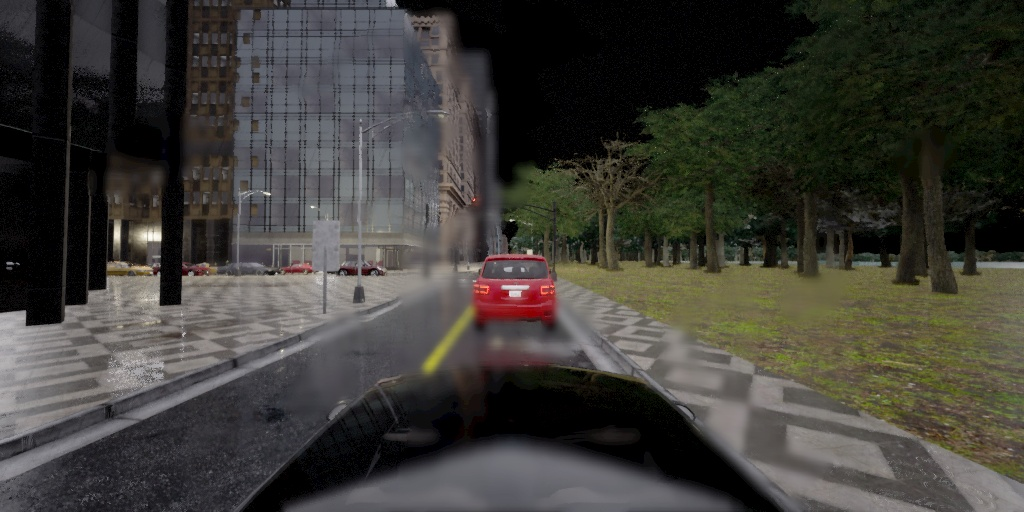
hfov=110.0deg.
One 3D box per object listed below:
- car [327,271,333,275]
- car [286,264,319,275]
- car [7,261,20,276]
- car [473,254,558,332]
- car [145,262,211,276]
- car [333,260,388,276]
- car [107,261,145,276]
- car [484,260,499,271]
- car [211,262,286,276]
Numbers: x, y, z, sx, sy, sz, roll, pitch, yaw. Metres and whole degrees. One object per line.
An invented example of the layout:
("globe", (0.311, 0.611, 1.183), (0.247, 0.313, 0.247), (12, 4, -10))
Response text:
("car", (-15.378, 1.310, 35.376), (5.357, 1.411, 2.033), (0, -2, 5))
("car", (-24.442, 1.504, 41.160), (4.207, 1.307, 1.802), (0, 0, 0))
("car", (-46.396, 1.147, 32.635), (4.097, 1.591, 1.967), (0, 0, 0))
("car", (0.102, 0.976, 11.041), (2.150, 2.045, 5.566), (0, 0, 0))
("car", (-29.933, 1.243, 32.637), (4.507, 1.381, 1.888), (0, 0, 0))
("car", (-13.502, 1.129, 32.639), (4.097, 1.591, 1.967), (0, 0, -1))
("car", (-35.250, 1.227, 32.636), (4.829, 1.417, 1.751), (0, 0, 0))
("car", (-3.046, 1.395, 53.077), (2.033, 1.411, 5.357), (0, 0, -3))
("car", (-25.856, 1.315, 35.322), (5.357, 1.411, 2.033), (0, -2, 0))
